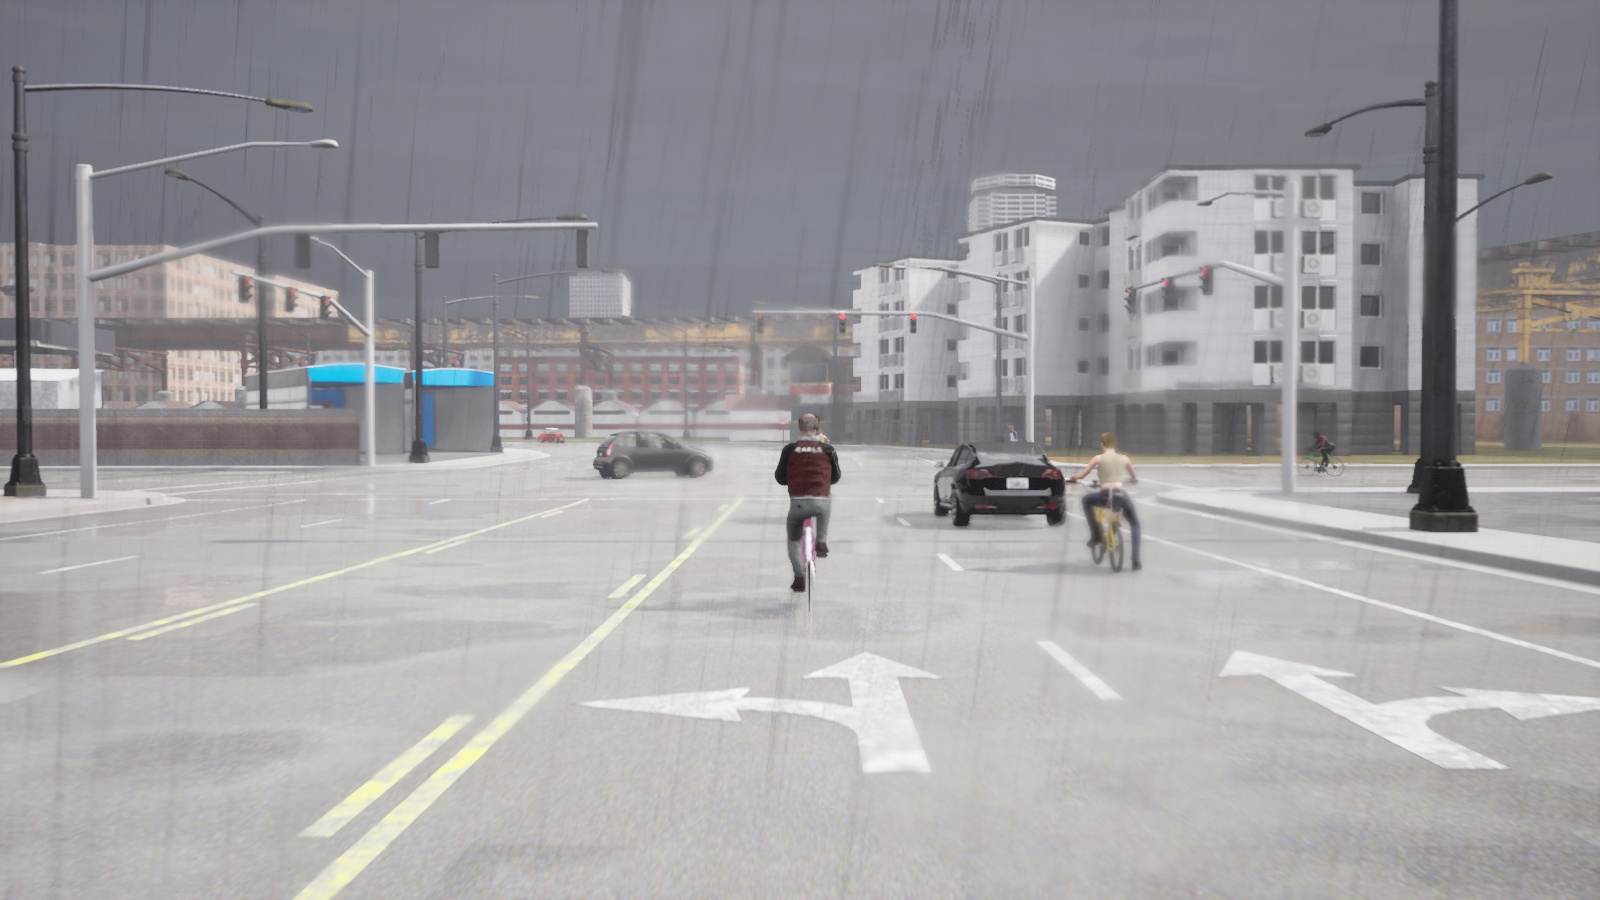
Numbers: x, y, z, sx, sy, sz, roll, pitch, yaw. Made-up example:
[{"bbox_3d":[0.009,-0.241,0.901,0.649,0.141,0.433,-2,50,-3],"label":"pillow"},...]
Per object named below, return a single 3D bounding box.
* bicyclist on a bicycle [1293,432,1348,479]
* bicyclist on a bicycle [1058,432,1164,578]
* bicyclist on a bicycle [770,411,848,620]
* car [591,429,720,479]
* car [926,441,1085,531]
[{"bbox_3d":[18.242,0.183,44.030,1.656,1.620,0.582,0,1,-1],"label":"bicyclist on a bicycle"},{"bbox_3d":[3.599,0.598,14.653,0.866,1.612,1.509,0,1,1],"label":"bicyclist on a bicycle"},{"bbox_3d":[0.082,0.550,11.612,0.659,1.776,1.843,0,1,0],"label":"bicyclist on a bicycle"},{"bbox_3d":[-4.943,0.110,42.982,3.988,1.617,1.851,-1,1,-24],"label":"car"},{"bbox_3d":[3.653,0.581,23.295,2.163,1.488,4.792,0,1,0],"label":"car"}]
